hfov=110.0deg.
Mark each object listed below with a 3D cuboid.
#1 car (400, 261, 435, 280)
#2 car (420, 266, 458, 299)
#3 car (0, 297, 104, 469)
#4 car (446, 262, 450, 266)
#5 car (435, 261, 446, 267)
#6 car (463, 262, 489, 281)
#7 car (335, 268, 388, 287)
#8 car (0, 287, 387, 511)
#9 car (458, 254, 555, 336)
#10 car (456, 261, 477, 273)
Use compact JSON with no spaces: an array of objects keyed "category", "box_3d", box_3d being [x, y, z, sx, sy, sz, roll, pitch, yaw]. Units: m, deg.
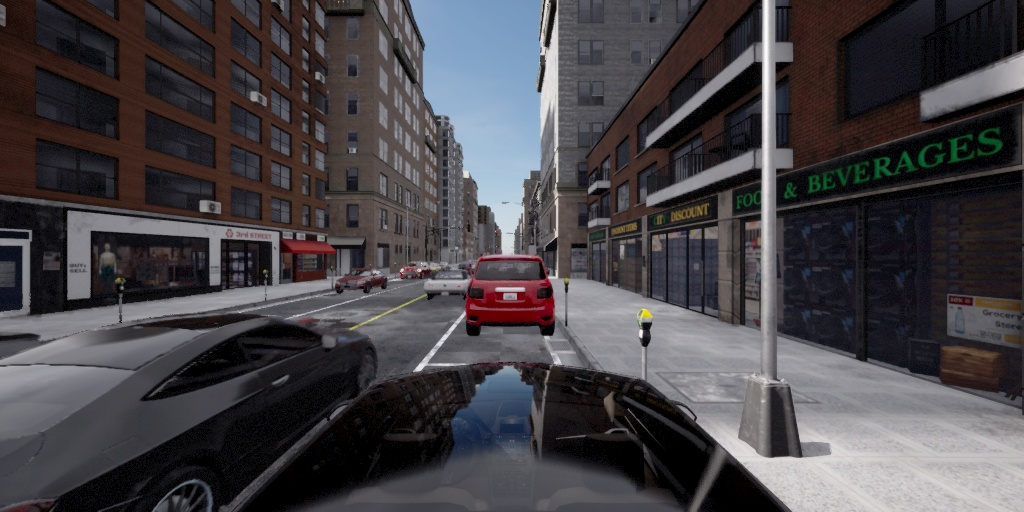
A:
[{"category":"car","box_3d":[-8.408,1.190,31.425,1.967,1.591,4.097,0,0,0]},{"category":"car","box_3d":[-2.920,1.350,17.886,1.895,1.301,4.718,0,0,0]},{"category":"car","box_3d":[-5.867,1.241,1.767,2.128,1.511,4.902,0,0,0]},{"category":"car","box_3d":[-8.408,1.300,42.461,2.007,1.370,4.403,0,0,0]},{"category":"car","box_3d":[-8.408,1.275,36.773,1.751,1.417,4.829,0,0,0]},{"category":"car","box_3d":[-3.013,1.275,31.010,1.812,1.442,4.674,0,0,0]},{"category":"car","box_3d":[-8.408,1.332,20.388,1.802,1.307,4.207,0,0,0]},{"category":"car","box_3d":[-2.919,1.275,3.447,1.812,1.442,4.674,0,0,0]},{"category":"car","box_3d":[-0.039,0.978,10.530,2.150,2.045,5.566,0,0,0]},{"category":"car","box_3d":[-5.770,1.340,46.206,2.033,1.411,5.357,0,0,0]}]
